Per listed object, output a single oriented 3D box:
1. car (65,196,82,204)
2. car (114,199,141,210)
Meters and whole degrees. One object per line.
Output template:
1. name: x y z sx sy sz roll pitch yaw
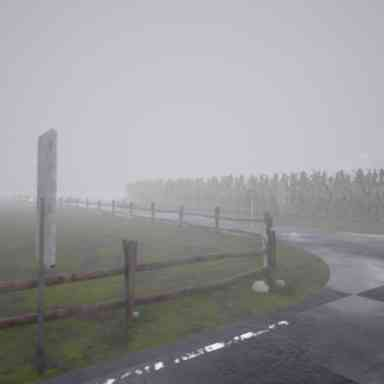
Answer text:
1. car: -21.229 1.410 59.448 1.895 1.301 4.718 1 0 -35
2. car: -7.994 1.510 40.378 1.895 1.301 4.718 1 0 -35
